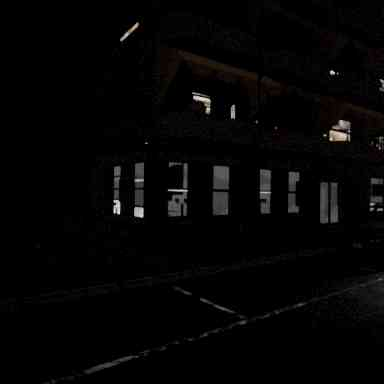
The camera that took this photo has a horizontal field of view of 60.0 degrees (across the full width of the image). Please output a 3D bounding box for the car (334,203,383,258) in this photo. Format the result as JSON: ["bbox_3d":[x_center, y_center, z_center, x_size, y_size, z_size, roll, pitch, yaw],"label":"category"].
[{"bbox_3d":[7.072,1.319,11.583,5.009,1.841,2.192,0,1,-35],"label":"car"}]
